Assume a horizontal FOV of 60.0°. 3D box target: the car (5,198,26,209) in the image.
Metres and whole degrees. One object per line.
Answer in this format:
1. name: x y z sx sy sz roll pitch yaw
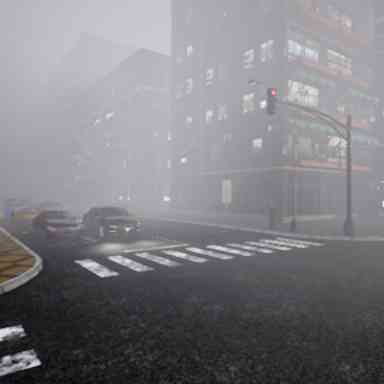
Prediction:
1. car: -24.032 1.568 45.100 1.895 1.301 4.718 1 0 -35

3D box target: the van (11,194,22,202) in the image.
1. van: -42.741 1.372 80.995 1.690 1.788 3.998 0 0 -36

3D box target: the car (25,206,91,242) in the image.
1. car: -6.664 1.556 16.269 1.802 1.307 4.206 1 0 -36

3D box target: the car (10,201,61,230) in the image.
1. car: -9.863 1.492 20.734 1.752 1.417 4.829 1 0 -36

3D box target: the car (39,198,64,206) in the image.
1. car: -11.931 1.506 28.067 1.812 1.442 4.674 1 0 -36

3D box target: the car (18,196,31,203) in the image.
1. car: -36.143 1.582 71.787 1.947 1.339 4.313 0 0 -36

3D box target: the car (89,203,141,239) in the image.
1. car: -4.331 1.499 17.448 1.837 1.490 4.892 1 0 -34

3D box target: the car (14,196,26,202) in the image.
1. car: -39.541 1.549 76.529 1.752 1.417 4.829 0 0 -36

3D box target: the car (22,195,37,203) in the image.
1. car: -32.844 1.450 67.185 1.967 1.590 4.097 0 0 -36

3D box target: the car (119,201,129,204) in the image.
1. car: -6.550 1.549 30.496 1.752 1.417 4.829 1 0 -36

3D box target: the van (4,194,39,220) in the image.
1. van: -13.261 1.303 25.477 1.690 1.788 3.998 1 0 -36
